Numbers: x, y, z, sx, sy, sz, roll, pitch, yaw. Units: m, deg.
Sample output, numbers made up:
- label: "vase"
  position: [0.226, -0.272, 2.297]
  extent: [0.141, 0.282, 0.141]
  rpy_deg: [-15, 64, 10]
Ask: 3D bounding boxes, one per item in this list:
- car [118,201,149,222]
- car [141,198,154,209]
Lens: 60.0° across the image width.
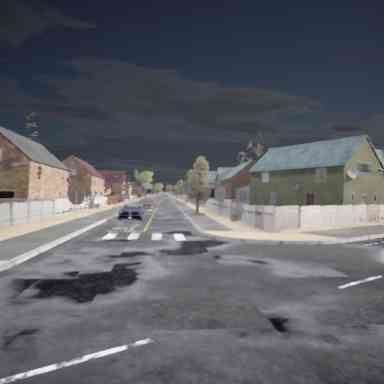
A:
- label: "car"
  position: [-4.845, 1.648, 27.305]
  extent: [1.895, 1.301, 4.718]
  rpy_deg: [2, 0, -5]
- label: "car"
  position: [-6.398, 1.620, 46.931]
  extent: [1.837, 1.490, 4.892]
  rpy_deg: [2, 0, -4]
